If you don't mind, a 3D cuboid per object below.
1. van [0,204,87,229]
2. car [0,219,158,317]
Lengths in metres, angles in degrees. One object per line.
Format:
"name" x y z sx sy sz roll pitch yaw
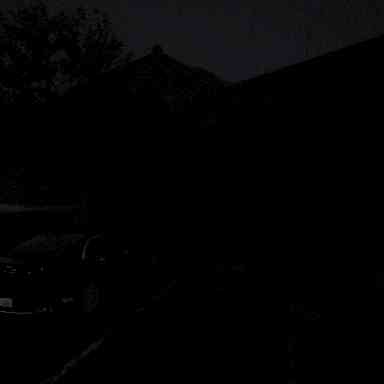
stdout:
"van" -4.817 1.369 9.362 1.878 1.987 4.442 0 -1 16
"car" -2.343 1.562 7.698 2.231 1.521 4.892 -1 -1 16
